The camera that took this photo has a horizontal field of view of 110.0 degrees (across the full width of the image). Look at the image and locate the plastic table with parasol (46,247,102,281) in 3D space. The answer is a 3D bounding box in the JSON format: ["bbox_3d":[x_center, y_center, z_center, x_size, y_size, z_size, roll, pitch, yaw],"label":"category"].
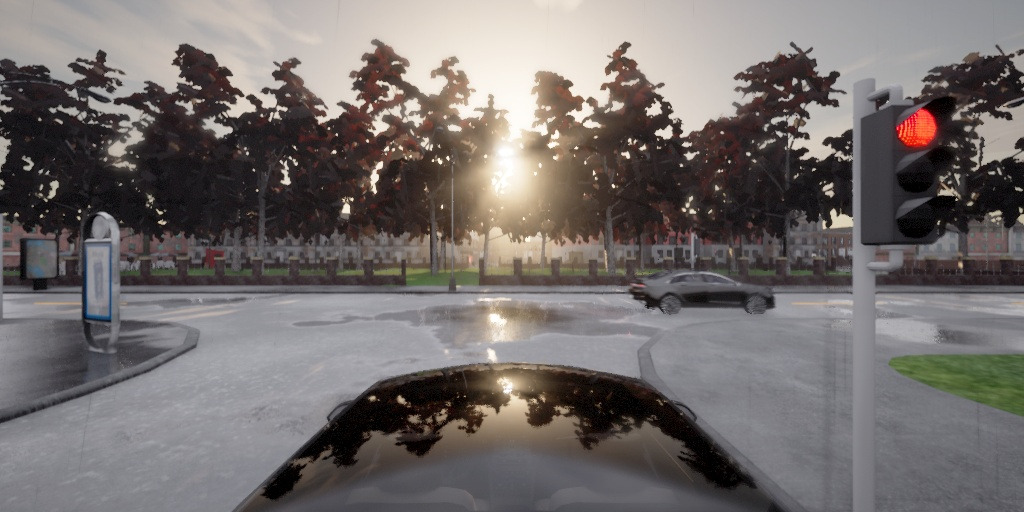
[{"bbox_3d":[-39.202,0.690,32.177,2.482,2.480,2.482,0,0,-40],"label":"plastic table with parasol"}]

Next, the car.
[{"bbox_3d":[6.666,1.240,12.833,4.902,1.511,2.128,0,0,0],"label":"car"}]

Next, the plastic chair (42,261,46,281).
[{"bbox_3d":[-40.233,1.289,31.431,0.730,1.272,0.750,0,0,-40],"label":"plastic chair"}]

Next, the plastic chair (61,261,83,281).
[{"bbox_3d":[-38.300,1.302,31.204,0.750,1.272,0.730,0,0,-35],"label":"plastic chair"}]

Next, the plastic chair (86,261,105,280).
[{"bbox_3d":[-38.205,1.292,32.910,0.730,1.272,0.750,0,0,-40],"label":"plastic chair"}]

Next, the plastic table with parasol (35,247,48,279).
[{"bbox_3d":[-43.625,0.616,34.817,2.482,2.480,2.482,0,0,-39],"label":"plastic table with parasol"}]

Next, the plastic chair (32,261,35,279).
[{"bbox_3d":[-44.632,1.291,34.068,0.730,1.272,0.750,0,0,-41],"label":"plastic chair"}]
